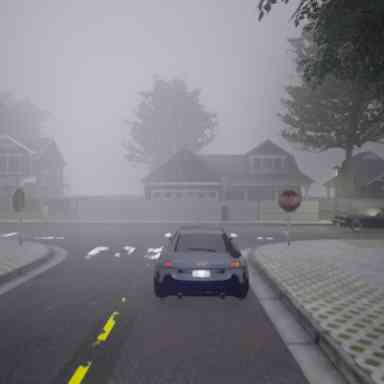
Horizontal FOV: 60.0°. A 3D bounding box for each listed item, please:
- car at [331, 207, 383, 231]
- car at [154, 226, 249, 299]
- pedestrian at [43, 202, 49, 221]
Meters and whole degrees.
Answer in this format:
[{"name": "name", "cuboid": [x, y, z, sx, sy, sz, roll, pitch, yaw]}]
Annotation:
[{"name": "car", "cuboid": [10.783, 1.568, 19.571, 4.718, 1.301, 1.895, 0, 1, -1]}, {"name": "car", "cuboid": [0.225, 1.534, 8.405, 1.994, 1.385, 4.181, 0, 0, 1]}, {"name": "pedestrian", "cuboid": [-9.786, 1.266, 22.252, 0.375, 1.300, 0.375, 0, 1, -1]}]
